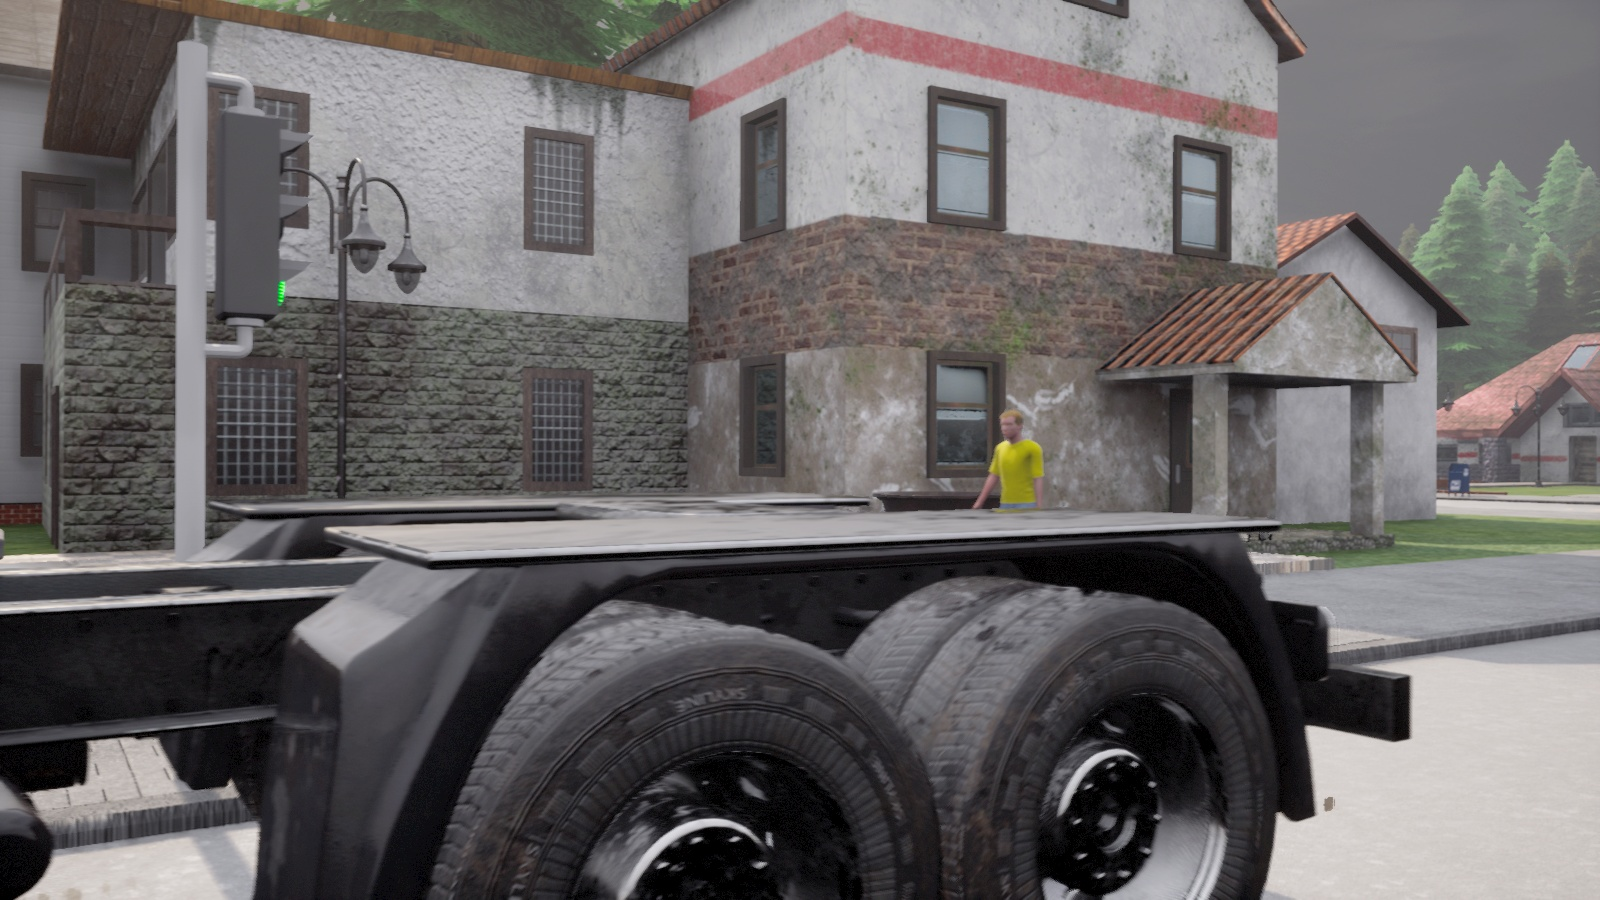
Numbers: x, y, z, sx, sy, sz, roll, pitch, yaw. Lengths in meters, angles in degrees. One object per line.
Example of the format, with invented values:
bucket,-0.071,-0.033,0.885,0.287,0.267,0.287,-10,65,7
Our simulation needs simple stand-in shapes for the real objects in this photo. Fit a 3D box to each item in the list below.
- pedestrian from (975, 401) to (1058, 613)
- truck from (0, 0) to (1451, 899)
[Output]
pedestrian,1.937,0.491,11.232,0.706,1.836,0.354,0,0,-40
truck,-2.228,-0.227,2.759,7.936,3.462,2.891,0,0,-32
